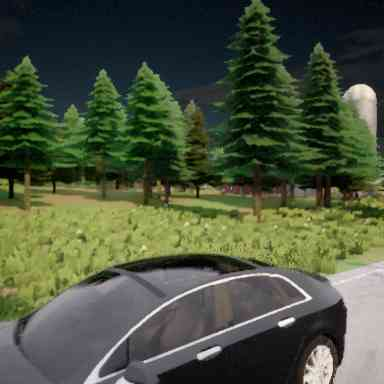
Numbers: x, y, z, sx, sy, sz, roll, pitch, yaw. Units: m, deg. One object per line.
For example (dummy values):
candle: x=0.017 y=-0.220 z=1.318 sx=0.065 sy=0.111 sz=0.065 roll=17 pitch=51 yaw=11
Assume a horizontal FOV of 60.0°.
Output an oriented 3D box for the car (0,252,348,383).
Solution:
car: x=-0.328 y=1.495 z=3.395 sx=4.892 sy=1.490 sz=1.837 roll=0 pitch=0 yaw=-36

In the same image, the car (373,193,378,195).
car: x=36.780 y=0.915 z=68.439 sx=3.988 sy=1.617 sz=1.851 roll=0 pitch=0 yaw=-36
